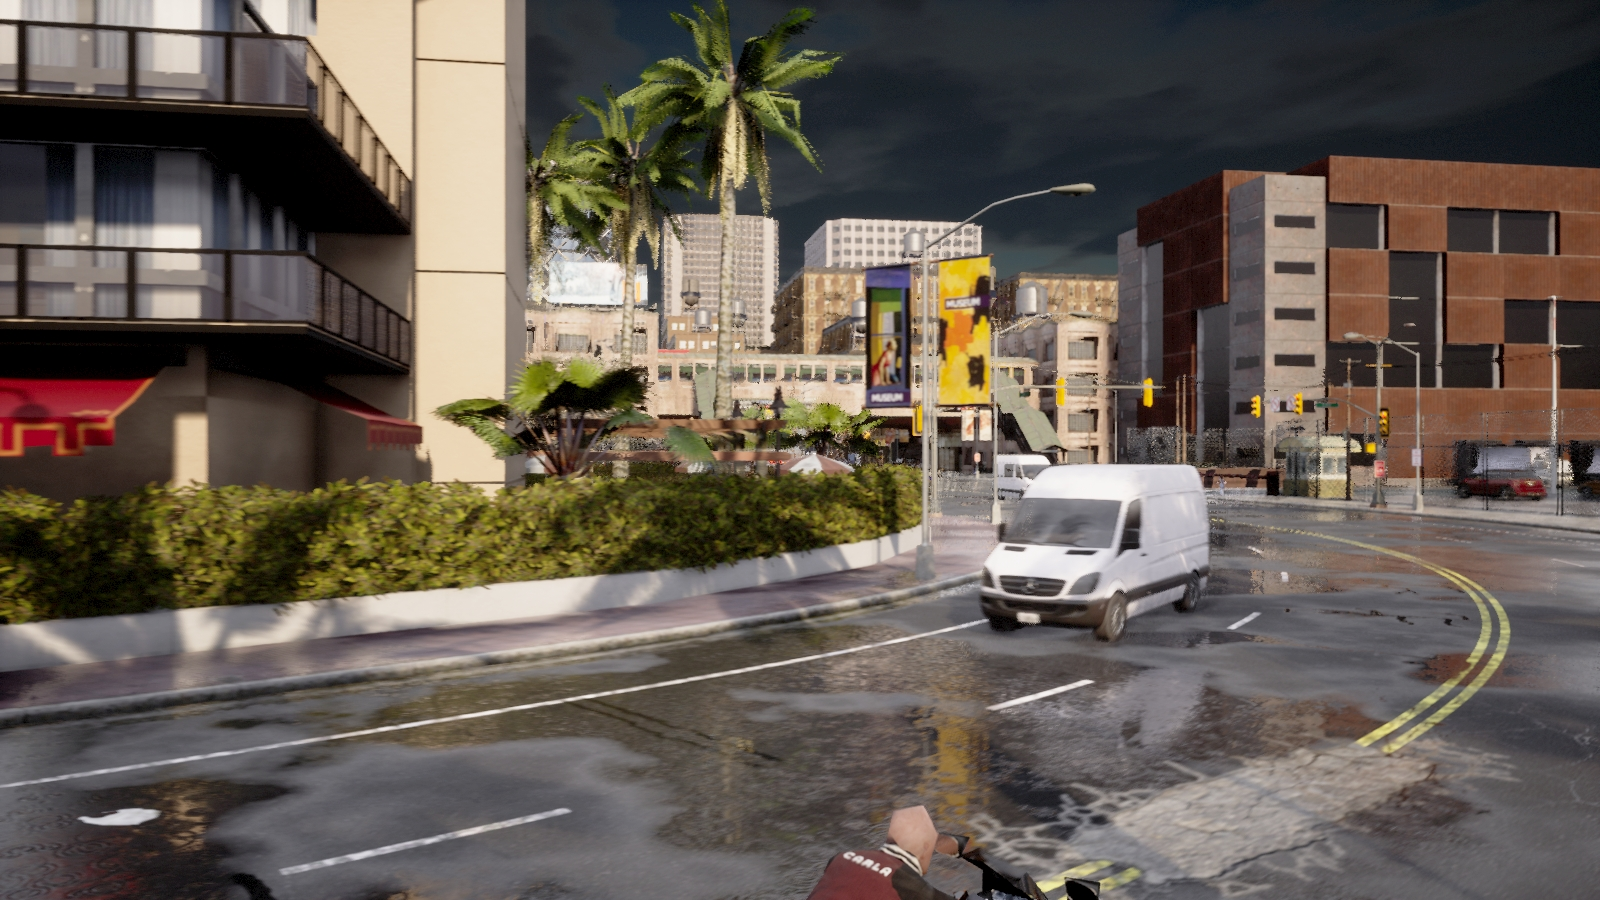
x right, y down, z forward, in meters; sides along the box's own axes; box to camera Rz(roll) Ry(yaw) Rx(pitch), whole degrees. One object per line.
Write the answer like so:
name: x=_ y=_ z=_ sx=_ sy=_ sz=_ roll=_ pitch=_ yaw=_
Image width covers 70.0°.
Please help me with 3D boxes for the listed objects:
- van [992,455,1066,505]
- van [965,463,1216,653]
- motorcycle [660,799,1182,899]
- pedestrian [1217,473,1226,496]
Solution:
van: x=12.299 y=1.547 z=61.827 sx=1.988 sy=2.561 sz=5.915 roll=0 pitch=0 yaw=-9
van: x=4.988 y=1.538 z=18.830 sx=1.988 sy=2.561 sz=5.915 roll=0 pitch=0 yaw=35
motorcycle: x=0.371 y=2.206 z=4.148 sx=2.209 sy=1.251 sz=0.867 roll=0 pitch=0 yaw=-38
pedestrian: x=24.102 y=1.988 z=65.285 sx=0.375 sy=1.300 sz=0.375 roll=0 pitch=0 yaw=3
